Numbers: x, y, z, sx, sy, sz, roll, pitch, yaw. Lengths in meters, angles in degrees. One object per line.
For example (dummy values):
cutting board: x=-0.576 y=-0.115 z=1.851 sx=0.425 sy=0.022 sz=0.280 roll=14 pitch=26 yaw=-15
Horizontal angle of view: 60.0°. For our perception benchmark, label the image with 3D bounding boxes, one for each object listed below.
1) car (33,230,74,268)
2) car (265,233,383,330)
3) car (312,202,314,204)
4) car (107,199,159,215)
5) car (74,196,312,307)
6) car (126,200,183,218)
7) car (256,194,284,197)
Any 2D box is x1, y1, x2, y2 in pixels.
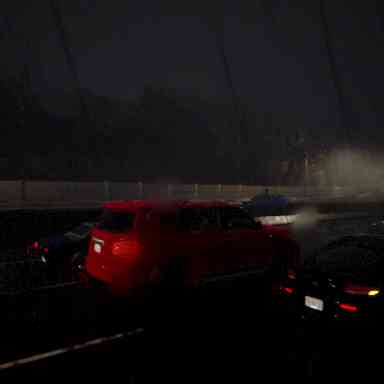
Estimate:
car: x=-2.356 y=1.606 z=10.663 sx=4.718 sy=1.301 sz=1.895 roll=0 pitch=0 yaw=-36
car: x=3.737 y=1.535 z=6.414 sx=4.674 sy=1.442 sz=1.812 roll=0 pitch=0 yaw=-35
car: x=11.054 y=1.607 z=33.360 sx=5.357 sy=1.411 sz=2.033 roll=0 pitch=0 yaw=-35
car: x=-5.992 y=1.531 z=34.106 sx=4.892 sy=1.490 sz=1.837 roll=1 pitch=-1 yaw=-35
car: x=0.291 y=1.228 z=8.251 sx=5.566 sy=2.045 sz=2.150 roll=0 pitch=0 yaw=-36
car: x=-3.500 y=1.518 z=31.584 sx=4.902 sy=1.511 sz=2.128 roll=0 pitch=0 yaw=-35
car: x=7.647 y=1.273 z=35.232 sx=5.566 sy=2.045 sz=2.150 roll=0 pitch=0 yaw=-35
